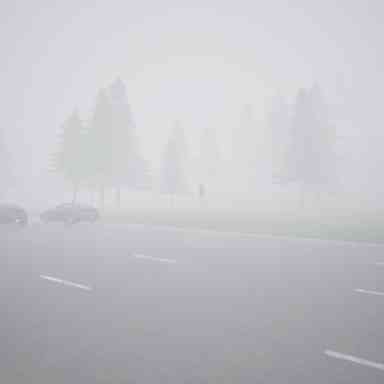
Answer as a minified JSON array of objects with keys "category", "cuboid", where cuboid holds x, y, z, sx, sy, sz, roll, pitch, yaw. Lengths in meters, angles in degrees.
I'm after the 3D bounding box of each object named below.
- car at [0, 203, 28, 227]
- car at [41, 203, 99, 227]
[{"category":"car","cuboid":[-12.529,1.487,21.524,4.892,1.490,1.837,0,0,35]},{"category":"car","cuboid":[-8.481,1.477,22.937,4.902,1.511,2.128,0,0,35]}]
